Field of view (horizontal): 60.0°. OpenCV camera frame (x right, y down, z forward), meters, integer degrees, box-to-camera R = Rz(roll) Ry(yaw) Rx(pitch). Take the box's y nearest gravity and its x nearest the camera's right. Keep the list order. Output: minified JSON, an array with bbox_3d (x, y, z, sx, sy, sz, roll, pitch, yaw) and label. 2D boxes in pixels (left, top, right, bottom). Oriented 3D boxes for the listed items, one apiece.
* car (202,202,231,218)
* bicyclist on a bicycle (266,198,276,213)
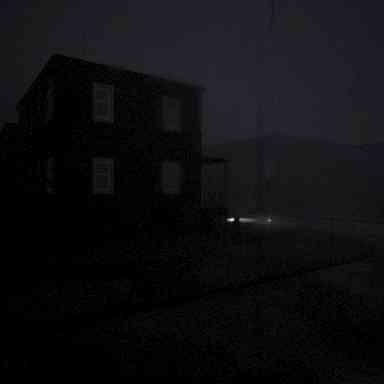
[{"bbox_3d":[1.601,1.564,29.688,1.994,1.385,4.181,0,0,-35],"label":"car"},{"bbox_3d":[8.284,1.348,34.774,1.656,1.620,0.582,0,0,-35],"label":"bicyclist on a bicycle"}]
